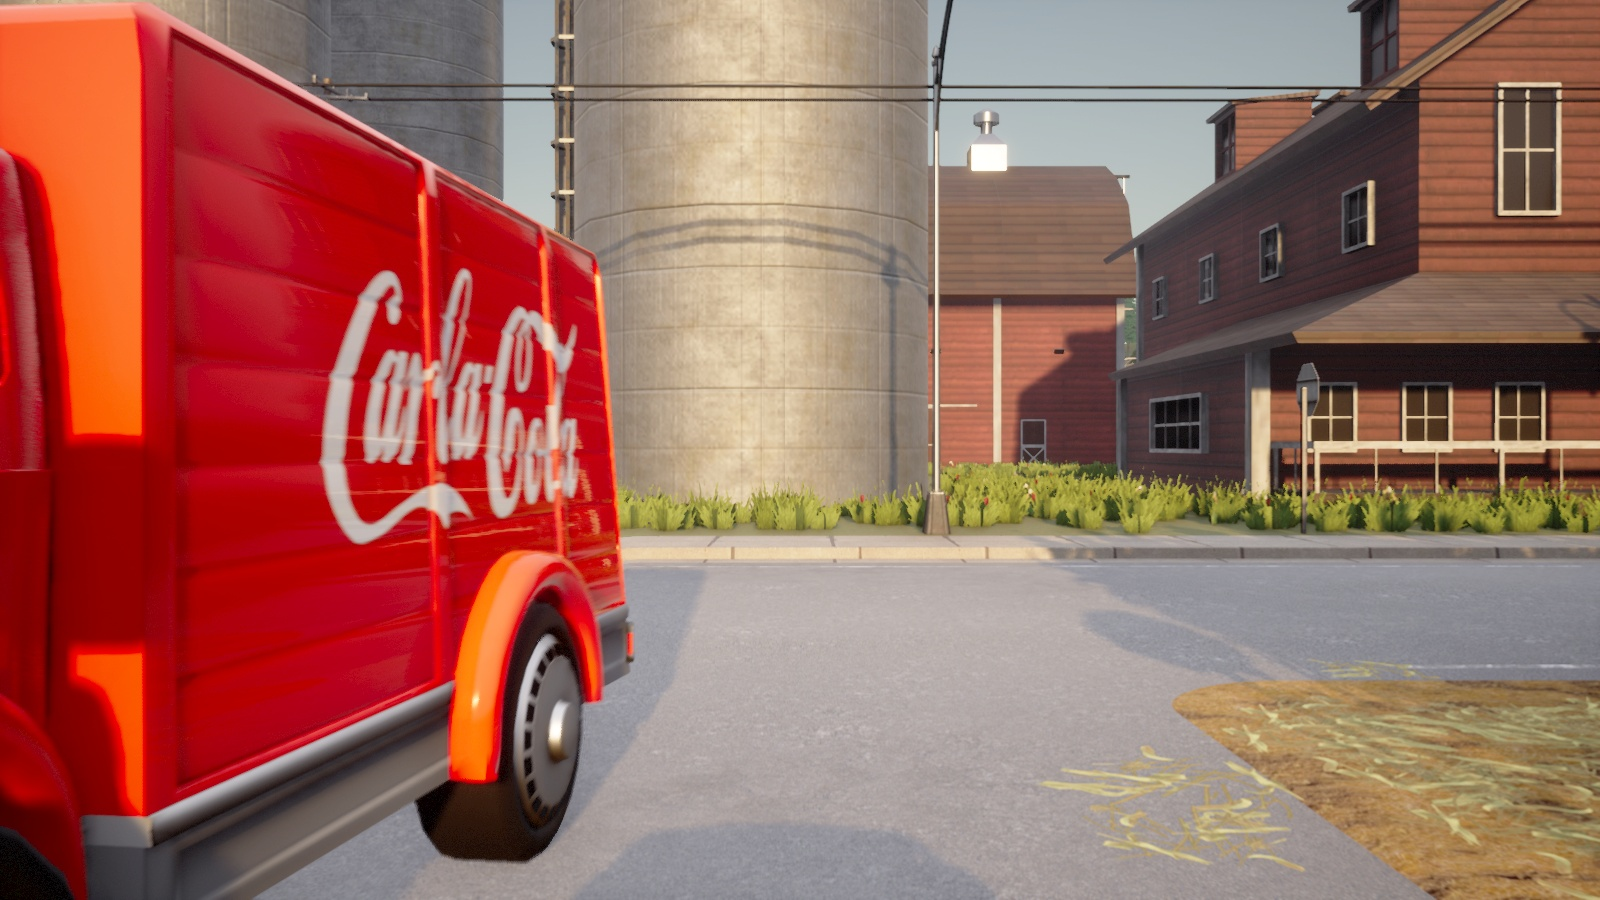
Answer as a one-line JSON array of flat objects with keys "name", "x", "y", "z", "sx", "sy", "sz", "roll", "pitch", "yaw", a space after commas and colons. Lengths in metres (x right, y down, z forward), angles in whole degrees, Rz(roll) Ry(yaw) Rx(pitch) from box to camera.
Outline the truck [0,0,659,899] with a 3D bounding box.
[{"name": "truck", "x": -2.307, "y": 0.244, "z": 3.430, "sx": 2.627, "sy": 2.467, "sz": 5.204, "roll": 0, "pitch": 0, "yaw": 8}]
